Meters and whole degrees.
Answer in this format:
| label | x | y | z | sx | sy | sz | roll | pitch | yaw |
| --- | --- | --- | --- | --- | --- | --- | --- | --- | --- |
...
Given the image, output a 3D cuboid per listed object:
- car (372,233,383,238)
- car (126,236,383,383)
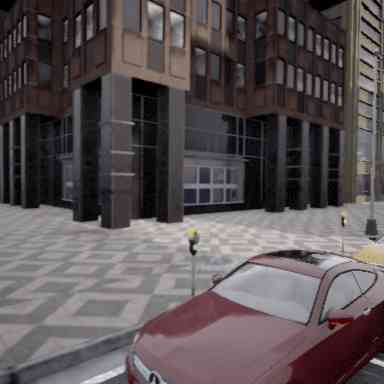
| label | x | y | z | sx | sy | sz | roll | pitch | yaw |
| --- | --- | --- | --- | --- | --- | --- | --- | --- | --- |
| car | 5.268 | 1.314 | 7.740 | 4.829 | 1.417 | 1.752 | -1 | 3 | -42 |
| car | 1.232 | 1.453 | 4.107 | 4.206 | 1.307 | 1.802 | -1 | 3 | -42 |
